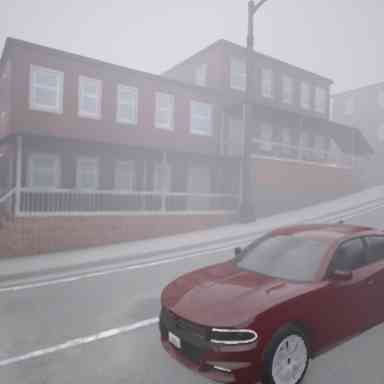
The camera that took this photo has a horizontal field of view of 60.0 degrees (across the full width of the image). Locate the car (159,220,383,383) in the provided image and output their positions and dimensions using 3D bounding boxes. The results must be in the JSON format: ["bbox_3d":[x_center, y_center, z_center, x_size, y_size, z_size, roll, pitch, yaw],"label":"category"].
[{"bbox_3d":[1.867,1.290,5.196,5.008,1.535,1.882,-4,2,-33],"label":"car"}]
